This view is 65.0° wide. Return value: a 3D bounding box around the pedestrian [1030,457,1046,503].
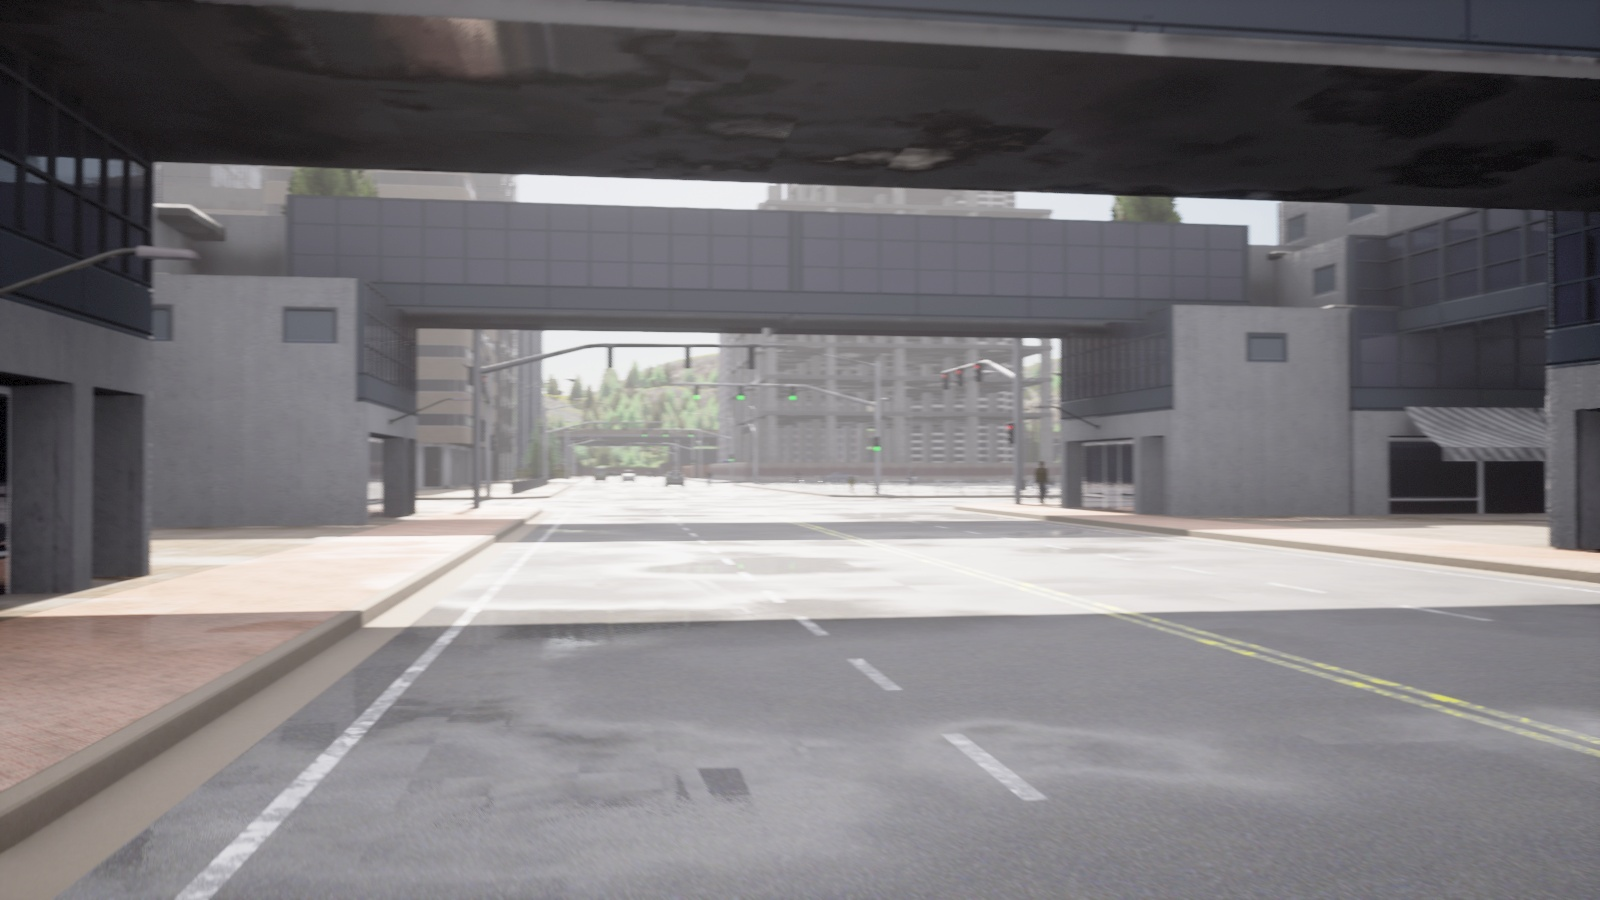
[{"bbox_3d":[9.728,1.226,51.302,0.431,1.840,0.709,0,-1,-6],"label":"pedestrian"}]
